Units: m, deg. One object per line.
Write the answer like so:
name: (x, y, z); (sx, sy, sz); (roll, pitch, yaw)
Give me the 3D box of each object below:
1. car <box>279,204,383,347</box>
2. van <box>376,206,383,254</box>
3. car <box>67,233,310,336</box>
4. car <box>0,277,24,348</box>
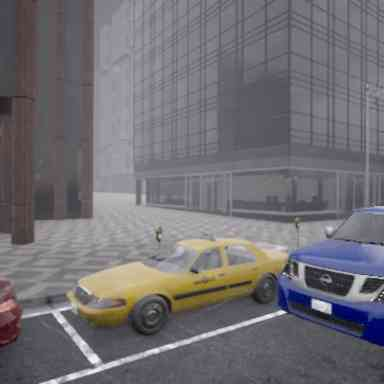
car: (4.067, 1.262, 6.248); (5.566, 2.045, 2.150); (0, 0, -35)
van: (9.107, 1.430, 13.075); (3.998, 1.788, 1.690); (0, 0, -35)
car: (0.089, 1.548, 6.696); (4.829, 1.417, 1.752); (0, 0, -35)
car: (-4.212, 1.573, 3.654); (4.206, 1.307, 1.802); (0, 0, -35)
